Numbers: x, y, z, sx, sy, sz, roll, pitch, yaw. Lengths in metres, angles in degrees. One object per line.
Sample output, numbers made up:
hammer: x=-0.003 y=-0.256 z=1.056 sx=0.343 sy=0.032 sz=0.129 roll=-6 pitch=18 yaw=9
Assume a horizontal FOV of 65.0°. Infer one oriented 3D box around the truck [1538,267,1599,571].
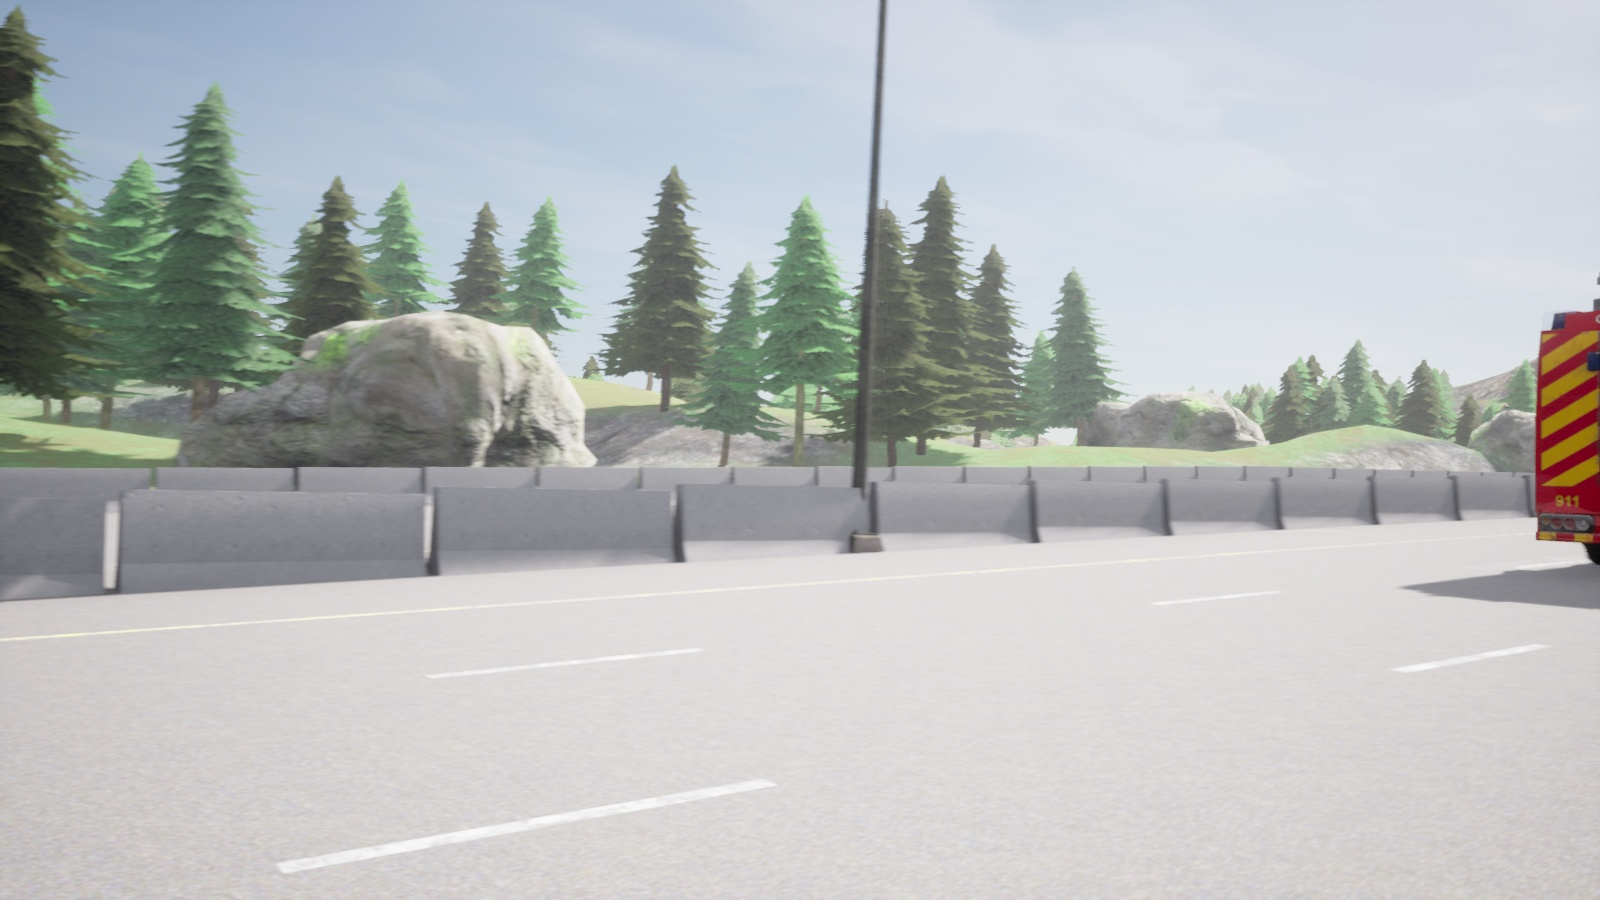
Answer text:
truck: x=13.935 y=-0.387 z=17.627 sx=8.468 sy=3.827 sz=2.891 roll=0 pitch=0 yaw=-35
